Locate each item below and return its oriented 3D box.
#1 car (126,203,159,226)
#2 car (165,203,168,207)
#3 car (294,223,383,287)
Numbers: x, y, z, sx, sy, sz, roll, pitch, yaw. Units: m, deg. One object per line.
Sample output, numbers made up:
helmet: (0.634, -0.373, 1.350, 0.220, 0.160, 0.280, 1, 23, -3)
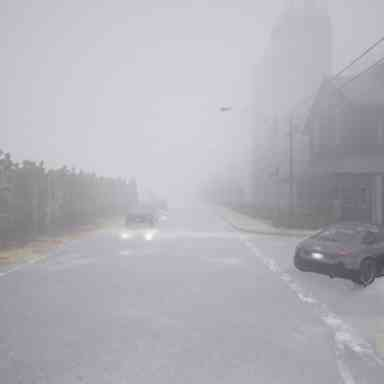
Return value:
car: (-3.583, 1.571, 24.569, 1.882, 1.535, 5.008, 0, 0, 0)
car: (-3.499, 1.331, 36.073, 2.033, 1.411, 5.357, 0, 0, 0)
car: (4.889, 1.577, 9.425, 4.181, 1.385, 1.994, 0, -1, -31)
